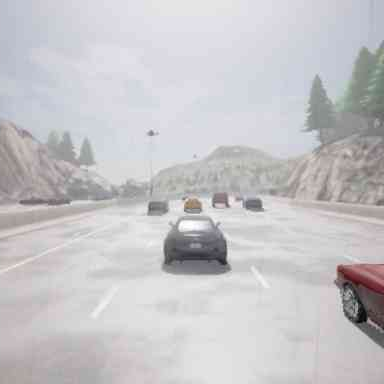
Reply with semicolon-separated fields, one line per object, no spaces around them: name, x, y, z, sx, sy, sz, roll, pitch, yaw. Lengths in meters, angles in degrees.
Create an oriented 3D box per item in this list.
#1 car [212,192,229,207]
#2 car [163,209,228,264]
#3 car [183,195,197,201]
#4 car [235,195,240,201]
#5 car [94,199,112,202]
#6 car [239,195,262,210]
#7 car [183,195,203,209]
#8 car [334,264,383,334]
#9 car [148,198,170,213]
car;3.964;0.985;46.526;2.150;2.045;5.566;0;0;4
car;0.102;1.505;11.602;1.994;1.385;4.181;0;0;0
car;-0.475;1.244;69.747;1.895;1.301;4.718;0;0;13
car;9.875;1.253;67.974;1.895;1.301;4.718;0;0;11
car;-16.005;1.049;59.230;2.097;1.767;4.553;0;0;8
car;7.262;1.272;40.312;1.882;1.535;5.008;0;0;2
car;0.145;1.288;37.070;1.882;1.535;5.008;0;0;1
car;3.601;1.579;4.142;1.895;1.301;4.718;0;0;0
car;-3.371;1.315;34.146;2.128;1.511;4.902;0;0;0
